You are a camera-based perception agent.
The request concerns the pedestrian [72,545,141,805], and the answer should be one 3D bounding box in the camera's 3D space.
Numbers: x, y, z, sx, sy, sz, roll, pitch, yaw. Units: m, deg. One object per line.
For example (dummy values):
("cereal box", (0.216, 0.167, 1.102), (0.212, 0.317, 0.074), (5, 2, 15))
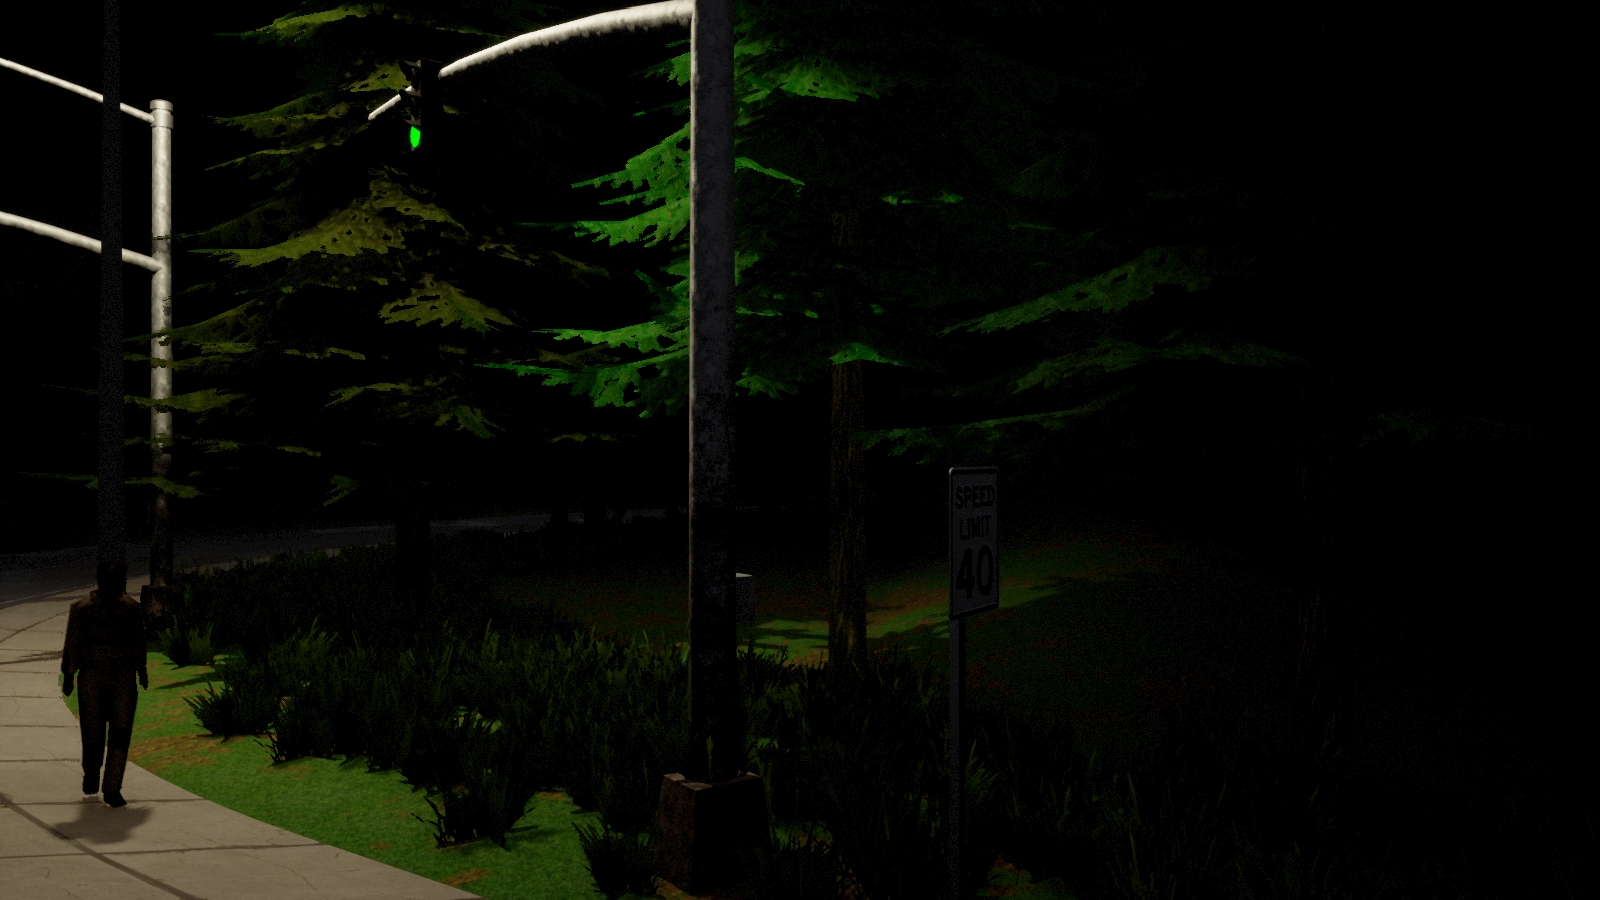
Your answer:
("pedestrian", (-5.236, 1.671, 8.625), (0.375, 1.860, 0.375), (0, 0, -44))
